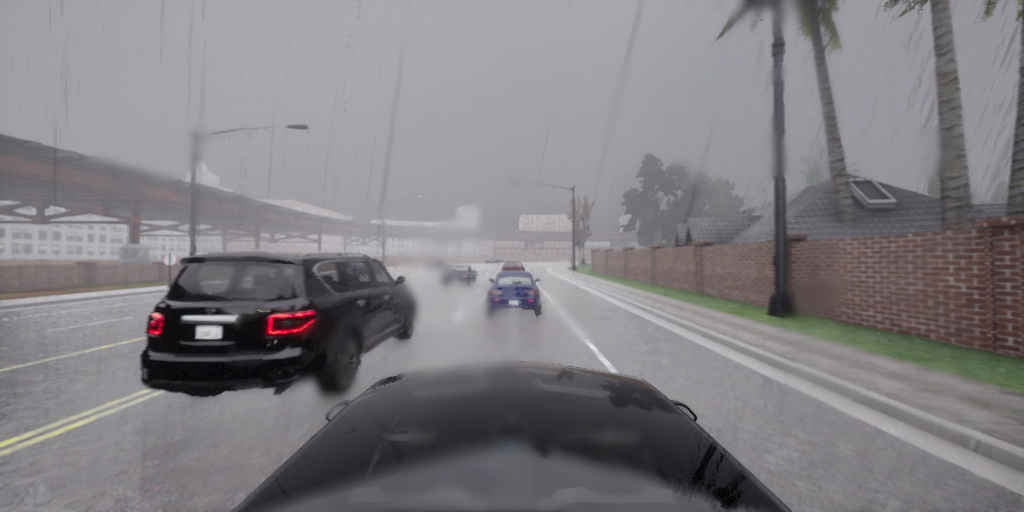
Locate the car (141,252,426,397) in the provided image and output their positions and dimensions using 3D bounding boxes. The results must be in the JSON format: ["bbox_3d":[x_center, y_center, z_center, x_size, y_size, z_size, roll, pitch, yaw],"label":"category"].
[{"bbox_3d":[-3.421,0.967,6.717,2.150,2.045,5.566,0,0,0],"label":"car"}]

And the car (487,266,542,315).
[{"bbox_3d":[0.092,1.259,13.278,1.812,1.442,4.674,0,0,0],"label":"car"}]

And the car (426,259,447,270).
[{"bbox_3d":[-10.102,1.093,47.813,2.128,1.511,4.902,0,0,6],"label":"car"}]

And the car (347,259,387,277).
[{"bbox_3d":[-14.054,1.125,35.153,1.882,1.535,5.008,0,0,0],"label":"car"}]

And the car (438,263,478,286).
[{"bbox_3d":[-3.410,1.292,24.186,1.895,1.301,4.718,0,0,0],"label":"car"}]

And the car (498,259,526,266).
[{"bbox_3d":[0.107,1.147,29.648,1.882,1.535,5.008,0,0,0],"label":"car"}]
